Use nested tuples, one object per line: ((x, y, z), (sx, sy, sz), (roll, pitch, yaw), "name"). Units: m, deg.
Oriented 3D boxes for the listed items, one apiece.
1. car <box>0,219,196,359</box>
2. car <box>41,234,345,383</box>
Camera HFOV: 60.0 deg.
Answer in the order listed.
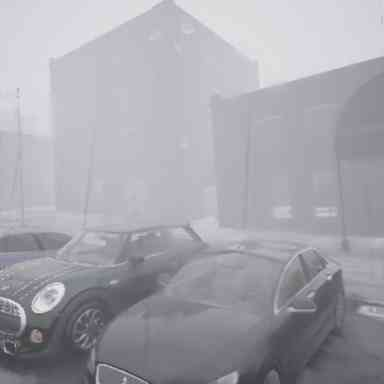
((-1.454, 1.410, 6.395), (2.185, 1.767, 4.553), (-1, 0, 36), "car")
((0.822, 1.504, 4.740), (2.231, 1.521, 4.892), (-1, 0, 36), "car")
